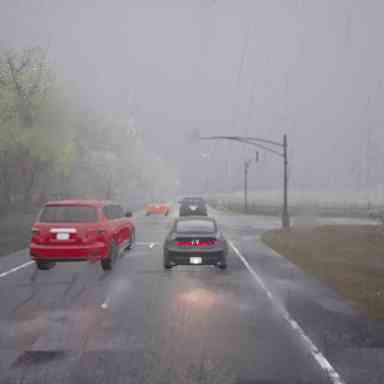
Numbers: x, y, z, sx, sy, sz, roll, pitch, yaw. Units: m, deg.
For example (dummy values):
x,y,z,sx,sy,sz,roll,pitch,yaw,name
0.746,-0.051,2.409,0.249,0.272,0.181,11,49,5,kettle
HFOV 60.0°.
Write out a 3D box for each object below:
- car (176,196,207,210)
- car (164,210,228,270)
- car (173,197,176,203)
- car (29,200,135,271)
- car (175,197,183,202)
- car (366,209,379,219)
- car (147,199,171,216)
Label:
x,y,z,sx,sy,sz,roll,pitch,yaw,name
0.100,1.364,27.758,2.150,2.045,5.566,0,0,0,car
0.101,1.563,11.193,1.837,1.490,4.892,0,0,0,car
-3.505,1.921,78.272,2.033,1.411,5.357,0,0,0,car
-3.390,1.278,11.336,2.150,2.045,5.566,0,-1,-1,car
-3.506,2.038,91.844,1.895,1.301,4.718,0,0,0,car
19.337,1.928,31.862,4.892,1.490,1.837,1,-1,0,car
-3.401,1.527,34.904,2.097,1.767,4.553,0,0,0,car
